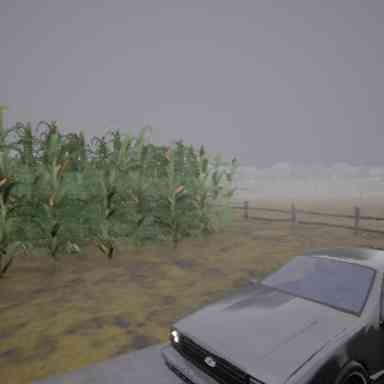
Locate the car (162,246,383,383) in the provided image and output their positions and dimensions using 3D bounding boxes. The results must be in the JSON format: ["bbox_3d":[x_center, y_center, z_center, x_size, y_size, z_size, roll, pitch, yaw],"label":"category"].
[{"bbox_3d":[2.277,1.547,4.695,5.357,1.411,2.033,0,0,-36],"label":"car"}]
